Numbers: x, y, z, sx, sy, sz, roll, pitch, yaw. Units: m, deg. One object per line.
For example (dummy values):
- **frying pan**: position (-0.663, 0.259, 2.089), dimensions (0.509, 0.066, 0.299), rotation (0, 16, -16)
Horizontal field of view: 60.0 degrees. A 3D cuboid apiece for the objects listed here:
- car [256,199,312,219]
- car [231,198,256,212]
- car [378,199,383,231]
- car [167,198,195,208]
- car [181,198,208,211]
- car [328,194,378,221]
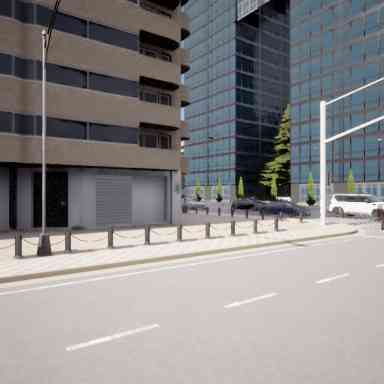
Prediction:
- **car**: position (8.189, 1.470, 29.226), dimensions (1.812, 1.442, 4.674), rotation (0, 0, -36)
- **car**: position (6.539, 1.436, 37.510), dimensions (2.128, 1.511, 4.902), rotation (0, 0, -35)
- **car**: position (11.159, 1.341, 17.001), dimensions (2.097, 1.767, 4.553), rotation (-1, 0, 22)
- **car**: position (-1.629, 1.545, 49.125), dimensions (1.895, 1.301, 4.718), rotation (0, 0, -35)
- **car**: position (0.020, 1.470, 40.683), dimensions (1.812, 1.442, 4.674), rotation (0, 0, -35)
- **car**: position (13.986, 1.169, 27.225), dimensions (2.150, 2.045, 5.566), rotation (0, 0, -36)
